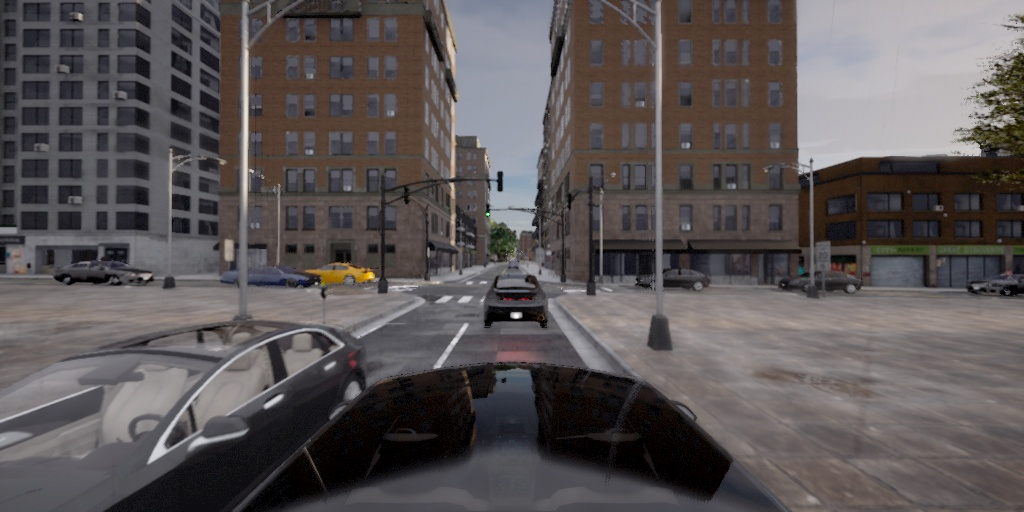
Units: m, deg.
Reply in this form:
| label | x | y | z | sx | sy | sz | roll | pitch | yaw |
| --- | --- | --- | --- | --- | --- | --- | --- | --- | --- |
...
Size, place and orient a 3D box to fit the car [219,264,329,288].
| label | x | y | z | sx | sy | sz | roll | pitch | yaw |
| --- | --- | --- | --- | --- | --- | --- | --- | --- | --- |
| car | -14.511 | 1.242 | 21.766 | 5.357 | 1.411 | 2.033 | 1 | -1 | 0 |

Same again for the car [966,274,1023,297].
| label | x | y | z | sx | sy | sz | roll | pitch | yaw |
| --- | --- | --- | --- | --- | --- | --- | --- | --- | --- |
| car | 34.370 | 1.999 | 24.598 | 4.902 | 1.511 | 2.128 | 1 | -1 | 0 |

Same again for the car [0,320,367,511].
| label | x | y | z | sx | sy | sz | roll | pitch | yaw |
| --- | --- | --- | --- | --- | --- | --- | --- | --- | --- |
| car | -2.640 | 1.307 | 2.837 | 2.007 | 1.370 | 4.403 | 0 | 0 | 0 |

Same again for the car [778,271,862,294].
| label | x | y | z | sx | sy | sz | roll | pitch | yaw |
| --- | --- | --- | --- | --- | --- | --- | --- | --- | --- |
| car | 21.071 | 1.755 | 24.643 | 4.892 | 1.490 | 1.837 | 1 | -1 | 0 |

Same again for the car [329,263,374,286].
| label | x | y | z | sx | sy | sz | roll | pitch | yaw |
| --- | --- | --- | --- | --- | --- | --- | --- | --- | --- |
| car | -12.150 | 1.231 | 24.727 | 5.008 | 1.535 | 1.882 | 1 | -1 | 2 |

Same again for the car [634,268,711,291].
| label | x | y | z | sx | sy | sz | roll | pitch | yaw |
| --- | --- | --- | --- | --- | --- | --- | --- | --- | --- |
| car | 10.987 | 1.588 | 24.696 | 4.892 | 1.490 | 1.837 | 1 | -1 | 1 |

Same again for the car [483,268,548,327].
| label | x | y | z | sx | sy | sz | roll | pitch | yaw |
| --- | --- | --- | --- | --- | --- | --- | --- | --- | --- |
| car | 0.111 | 1.318 | 11.839 | 1.837 | 1.490 | 4.892 | 0 | 0 | 0 |

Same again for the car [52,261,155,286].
| label | x | y | z | sx | sy | sz | roll | pitch | yaw |
| --- | --- | --- | --- | --- | --- | --- | --- | --- | --- |
| car | -24.658 | 1.062 | 21.790 | 4.902 | 1.511 | 2.128 | 1 | -1 | 0 |
